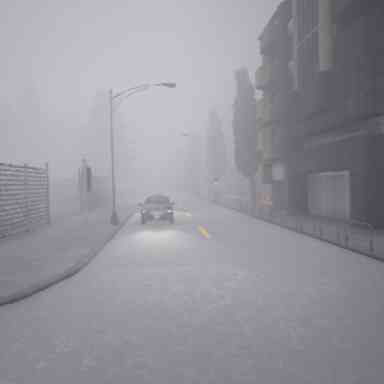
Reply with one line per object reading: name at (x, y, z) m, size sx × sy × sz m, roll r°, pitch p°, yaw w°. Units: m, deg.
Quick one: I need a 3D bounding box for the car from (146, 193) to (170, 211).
car at (-3.060, 0.881, 30.508) m, size 1.994 × 1.385 × 4.181 m, roll -1°, pitch 1°, yaw -5°

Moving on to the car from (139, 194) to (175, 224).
car at (-2.142, 1.030, 20.531) m, size 2.128 × 1.511 × 4.902 m, roll -1°, pitch 1°, yaw -5°
